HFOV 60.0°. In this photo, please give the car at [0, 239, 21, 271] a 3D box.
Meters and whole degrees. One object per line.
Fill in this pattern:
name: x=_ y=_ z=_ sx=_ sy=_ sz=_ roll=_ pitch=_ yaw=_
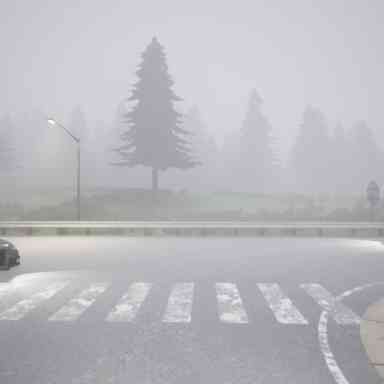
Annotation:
car: x=-6.853 y=1.563 z=9.297 sx=4.181 sy=1.385 sz=1.994 roll=0 pitch=0 yaw=25
